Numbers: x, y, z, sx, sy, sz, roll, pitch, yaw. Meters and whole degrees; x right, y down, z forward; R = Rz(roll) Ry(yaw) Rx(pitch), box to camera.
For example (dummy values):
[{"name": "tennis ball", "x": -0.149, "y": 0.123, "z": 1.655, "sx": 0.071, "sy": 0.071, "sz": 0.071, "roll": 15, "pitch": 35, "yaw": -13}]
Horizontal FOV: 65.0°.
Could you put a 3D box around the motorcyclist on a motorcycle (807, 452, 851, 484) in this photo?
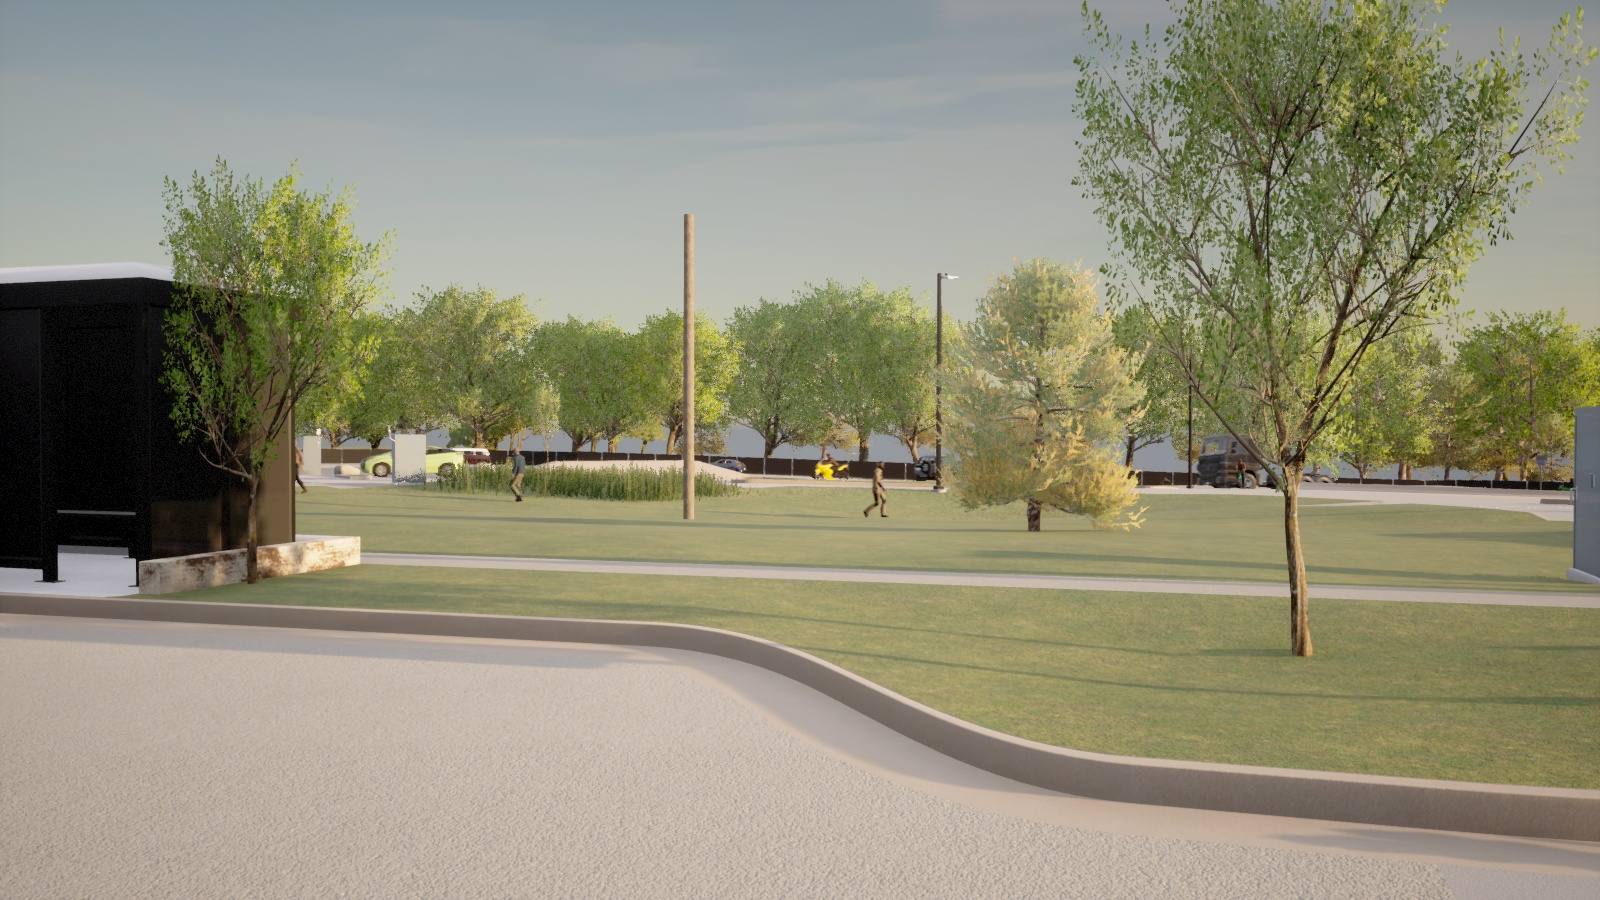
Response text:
[{"name": "motorcyclist on a motorcycle", "x": 1.485, "y": 0.931, "z": 64.312, "sx": 2.044, "sy": 1.523, "sz": 0.797, "roll": 3, "pitch": -1, "yaw": -23}]

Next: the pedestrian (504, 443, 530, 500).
[{"name": "pedestrian", "x": -9.295, "y": 0.707, "z": 41.273, "sx": 0.726, "sy": 1.842, "sz": 0.402, "roll": 1, "pitch": 1, "yaw": 22}]

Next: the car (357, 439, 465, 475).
[{"name": "car", "x": -17.807, "y": 0.327, "z": 57.472, "sx": 4.514, "sy": 1.525, "sz": 2.007, "roll": 1, "pitch": 1, "yaw": -22}]

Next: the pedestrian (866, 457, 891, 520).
[{"name": "pedestrian", "x": 2.428, "y": 1.195, "z": 38.887, "sx": 0.692, "sy": 1.930, "sz": 0.396, "roll": 1, "pitch": 1, "yaw": 12}]

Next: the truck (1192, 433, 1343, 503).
[{"name": "truck", "x": 27.414, "y": 1.109, "z": 73.666, "sx": 7.936, "sy": 3.462, "sz": 2.891, "roll": 4, "pitch": -4, "yaw": -14}]

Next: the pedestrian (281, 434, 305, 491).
[{"name": "pedestrian", "x": -16.602, "y": 0.391, "z": 41.131, "sx": 0.331, "sy": 1.846, "sz": 0.634, "roll": 1, "pitch": 1, "yaw": 41}]

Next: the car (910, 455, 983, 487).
[{"name": "car", "x": 9.102, "y": 1.301, "z": 77.813, "sx": 4.605, "sy": 1.855, "sz": 1.932, "roll": 3, "pitch": -3, "yaw": -44}]
